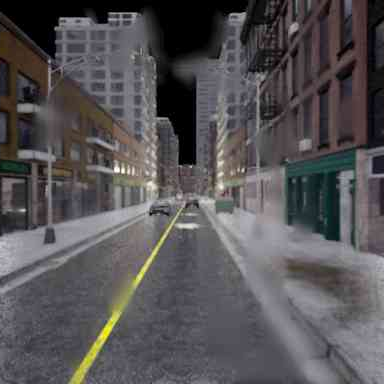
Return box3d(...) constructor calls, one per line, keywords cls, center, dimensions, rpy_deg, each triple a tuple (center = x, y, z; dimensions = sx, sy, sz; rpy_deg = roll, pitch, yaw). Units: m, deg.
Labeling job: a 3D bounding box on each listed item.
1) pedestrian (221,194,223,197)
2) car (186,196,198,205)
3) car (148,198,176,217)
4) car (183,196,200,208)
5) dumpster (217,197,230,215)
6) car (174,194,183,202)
box3d(cls="pedestrian", center=(3.020, 1.076, 33.256), dimensions=(0.375, 1.860, 0.375), rpy_deg=(-1, 1, -14))
box3d(cls="car", center=(0.017, 1.412, 55.887), dimensions=(1.837, 1.490, 4.892), rpy_deg=(0, 0, 0))
box3d(cls="car", center=(-2.838, 1.487, 30.735), dimensions=(2.033, 1.411, 5.357), rpy_deg=(0, 0, 0))
box3d(cls="car", center=(0.059, 1.421, 46.421), dimensions=(1.837, 1.490, 4.892), rpy_deg=(0, 0, 1))
box3d(cls="dumpster", center=(3.026, 1.331, 32.254), dimensions=(1.020, 1.700, 1.940), rpy_deg=(0, 0, 0))
box3d(cls="car", center=(-2.728, 1.285, 72.114), dimensions=(2.128, 1.511, 4.902), rpy_deg=(0, 0, 0))
